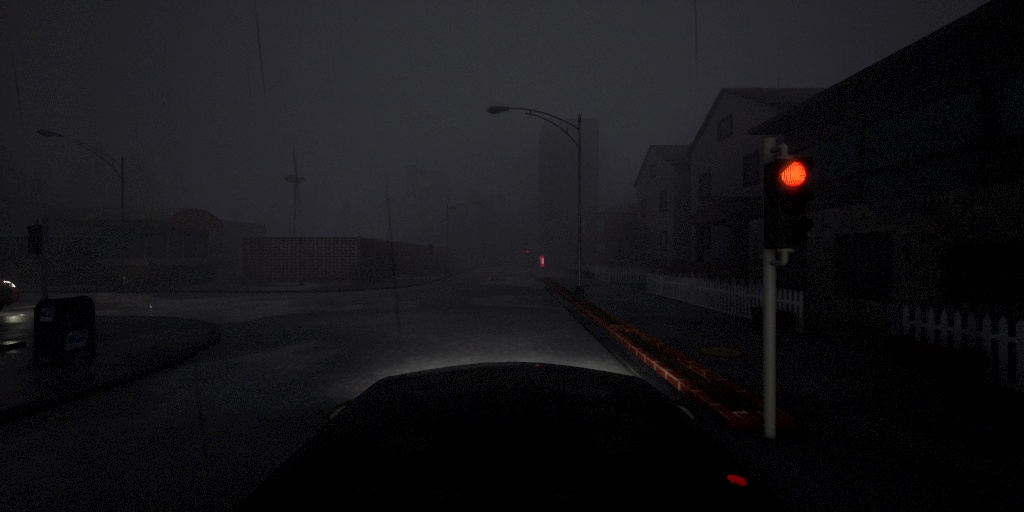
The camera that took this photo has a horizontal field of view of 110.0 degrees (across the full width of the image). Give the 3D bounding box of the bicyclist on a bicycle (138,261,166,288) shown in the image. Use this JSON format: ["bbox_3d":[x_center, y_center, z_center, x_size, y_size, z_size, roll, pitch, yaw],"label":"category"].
[{"bbox_3d":[-21.746,1.099,21.692,0.582,1.620,1.656,0,0,0],"label":"bicyclist on a bicycle"}]

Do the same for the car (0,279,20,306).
[{"bbox_3d":[-21.594,1.102,13.299,4.553,1.767,2.097,0,0,0],"label":"car"}]
